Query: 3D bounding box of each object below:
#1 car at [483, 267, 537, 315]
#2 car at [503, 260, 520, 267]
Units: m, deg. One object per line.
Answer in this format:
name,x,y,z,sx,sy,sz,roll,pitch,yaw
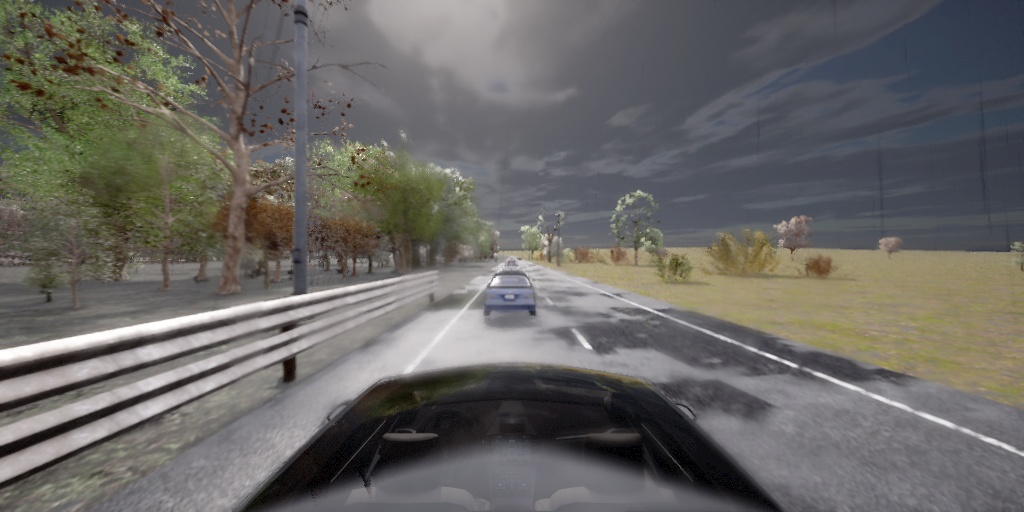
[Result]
car,-0.062,1.327,13.656,2.033,1.411,5.357,0,0,0
car,-0.065,1.435,39.666,1.895,1.301,4.718,0,0,0
